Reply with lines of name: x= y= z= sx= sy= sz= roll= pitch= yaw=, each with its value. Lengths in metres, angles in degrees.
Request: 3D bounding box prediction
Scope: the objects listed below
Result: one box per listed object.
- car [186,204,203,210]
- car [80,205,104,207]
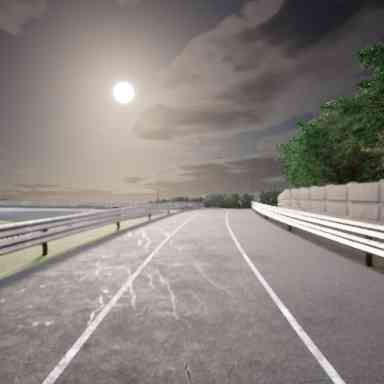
car: x=0.613 y=3.842 z=83.103 sx=4.902 sy=1.511 sz=2.128 roll=4 pitch=-5 yaw=-44
car: x=-20.400 y=2.796 z=68.012 sx=4.674 sy=1.442 sz=1.812 roll=2 pitch=-4 yaw=-29
